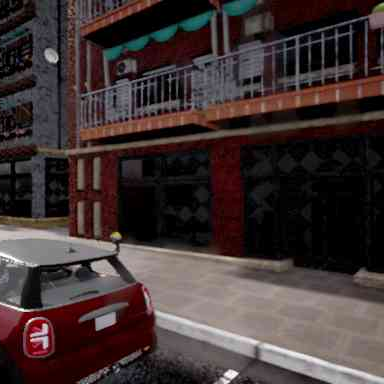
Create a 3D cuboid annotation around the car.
[{"bbox_3d":[-2.500,1.373,4.677,4.097,1.590,1.967,1,0,36],"label":"car"}]
